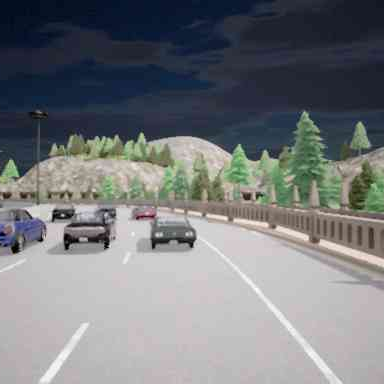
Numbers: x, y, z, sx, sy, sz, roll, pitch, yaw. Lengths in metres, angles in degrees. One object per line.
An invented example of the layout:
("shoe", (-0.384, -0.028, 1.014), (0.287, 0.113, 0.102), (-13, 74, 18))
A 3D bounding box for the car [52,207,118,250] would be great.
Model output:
("car", (-4.523, 1.646, 15.201), (2.128, 1.511, 4.902), (0, 0, -8))

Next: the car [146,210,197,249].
("car", (-1.026, 1.752, 15.499), (1.895, 1.301, 4.718), (0, -1, -8))

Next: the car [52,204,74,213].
("car", (-11.381, 1.805, 29.782), (1.882, 1.535, 5.008), (0, 0, -17))

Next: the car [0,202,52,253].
("car", (-7.957, 1.502, 14.508), (2.097, 1.767, 4.553), (0, -1, -8))

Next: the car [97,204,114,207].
("car", (-7.972, 1.835, 30.615), (1.837, 1.490, 4.892), (0, 0, -17))

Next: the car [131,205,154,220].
("car", (-4.610, 1.893, 31.598), (1.994, 1.385, 4.181), (0, -1, -17))
